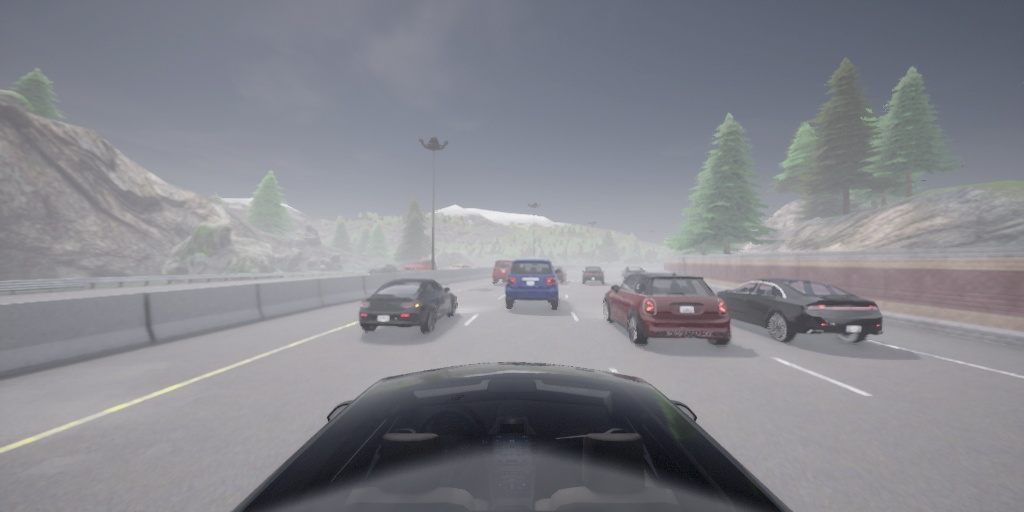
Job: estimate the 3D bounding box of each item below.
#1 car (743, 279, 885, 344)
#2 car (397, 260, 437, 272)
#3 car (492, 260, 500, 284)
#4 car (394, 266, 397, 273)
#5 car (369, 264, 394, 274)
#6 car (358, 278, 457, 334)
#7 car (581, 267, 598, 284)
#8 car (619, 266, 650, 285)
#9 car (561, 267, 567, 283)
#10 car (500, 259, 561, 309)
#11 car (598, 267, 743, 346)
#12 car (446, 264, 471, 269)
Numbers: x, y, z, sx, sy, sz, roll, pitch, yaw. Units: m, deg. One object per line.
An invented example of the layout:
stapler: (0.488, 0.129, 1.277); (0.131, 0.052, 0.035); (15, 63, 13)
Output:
car: (7.473, 1.382, 10.108); (2.128, 1.511, 4.902); (0, -1, 3)
car: (-11.402, 1.485, 44.397); (2.150, 2.045, 5.566); (0, 0, 16)
car: (-0.126, 1.359, 31.179); (2.150, 2.045, 5.566); (0, -1, 12)
car: (-13.585, 1.846, 49.153); (1.812, 1.442, 4.674); (0, -1, 18)
car: (-17.387, 1.826, 48.723); (1.812, 1.442, 4.674); (0, -1, 18)
car: (-2.997, 1.387, 11.043); (1.812, 1.442, 4.674); (0, -1, 3)
car: (7.310, 1.685, 32.237); (1.837, 1.490, 4.892); (0, -1, 13)
car: (10.920, 1.687, 32.298); (2.128, 1.511, 4.902); (0, -1, 13)
car: (4.046, 1.664, 33.624); (1.882, 1.535, 5.008); (0, -1, 13)
car: (1.009, 1.168, 16.320); (2.150, 2.045, 5.566); (0, -1, 7)
car: (3.970, 1.227, 10.011); (2.097, 1.767, 4.553); (0, -1, 3)
car: (-7.007, 1.793, 46.747); (1.882, 1.535, 5.008); (0, -1, 18)
